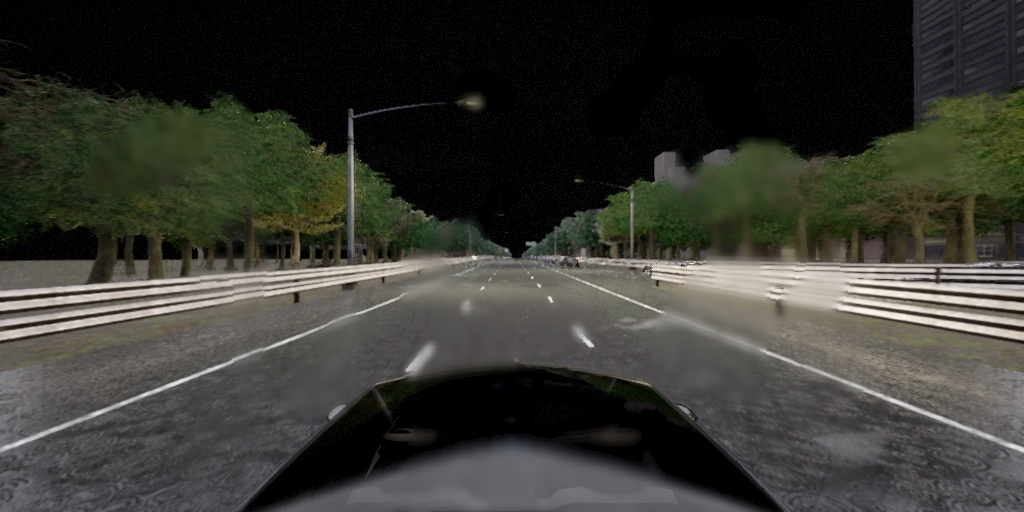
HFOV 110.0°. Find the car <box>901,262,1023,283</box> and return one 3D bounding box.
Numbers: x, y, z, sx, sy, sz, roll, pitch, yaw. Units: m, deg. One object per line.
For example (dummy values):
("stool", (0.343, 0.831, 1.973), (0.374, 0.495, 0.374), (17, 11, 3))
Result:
("car", (19.634, 0.979, 14.838), (2.128, 1.511, 4.902), (0, -1, -29))

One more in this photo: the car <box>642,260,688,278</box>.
("car", (12.949, 1.095, 29.803), (2.128, 1.511, 4.902), (0, 0, -20))

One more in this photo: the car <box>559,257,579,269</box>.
("car", (7.934, 0.900, 50.119), (1.837, 1.490, 4.892), (-1, 0, -9))
